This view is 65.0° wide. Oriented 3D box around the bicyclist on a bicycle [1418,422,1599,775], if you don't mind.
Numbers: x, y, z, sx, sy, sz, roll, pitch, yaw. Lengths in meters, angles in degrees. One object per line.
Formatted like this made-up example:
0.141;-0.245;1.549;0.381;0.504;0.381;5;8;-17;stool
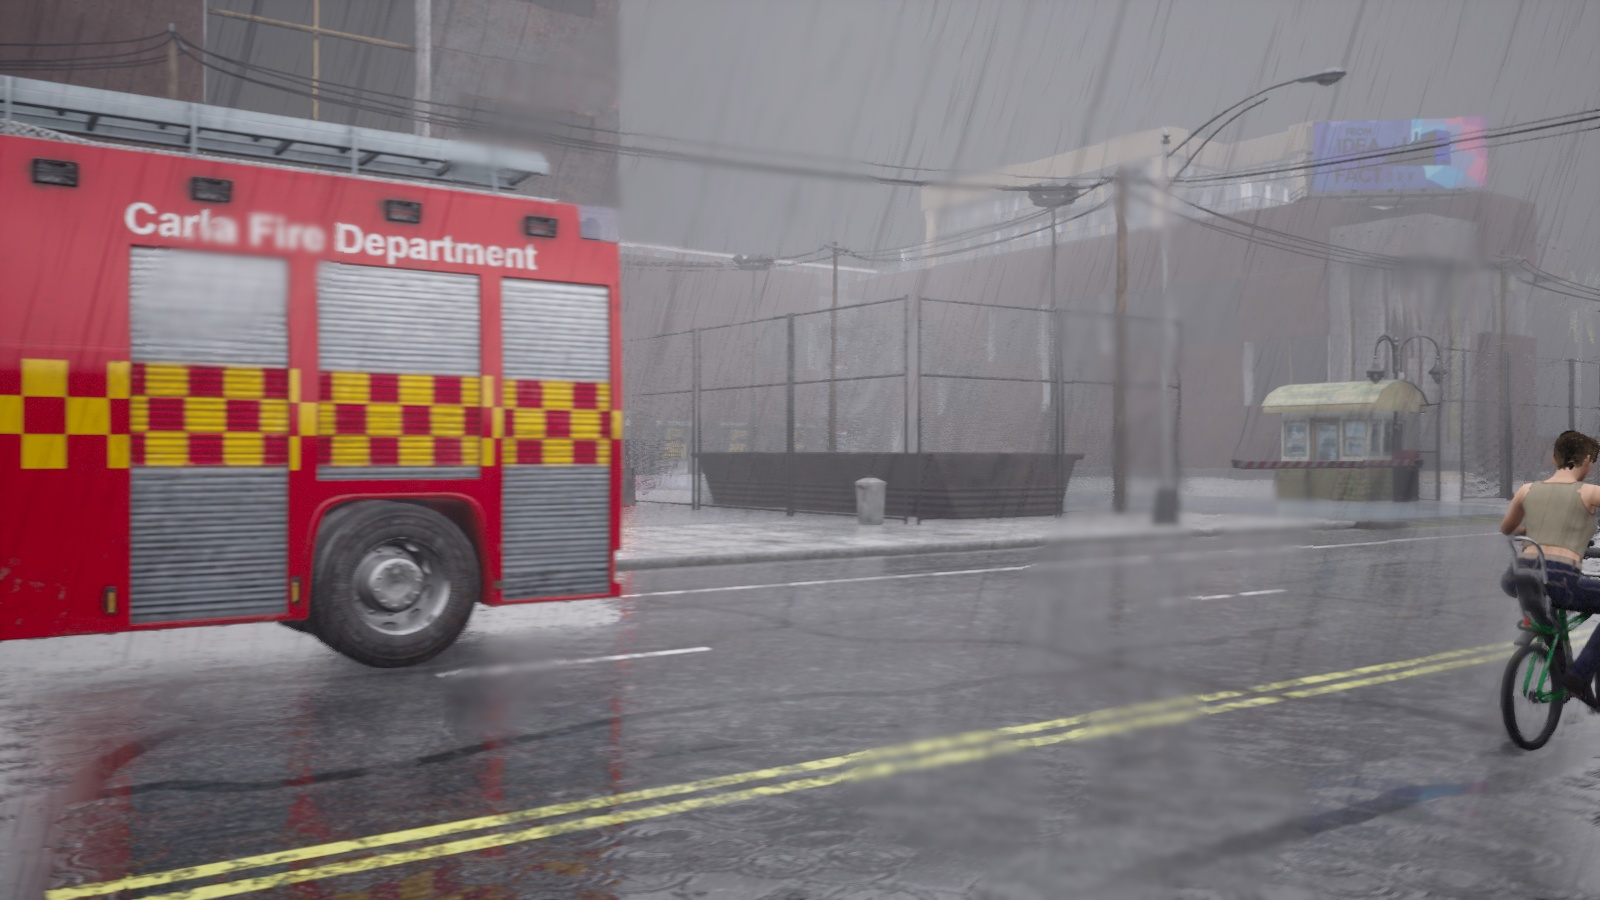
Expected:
4.052;0.690;6.525;1.509;1.612;0.866;1;-1;-34;bicyclist on a bicycle

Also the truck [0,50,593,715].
-5.844;-0.387;8.125;8.468;3.827;2.891;0;0;-35;truck
